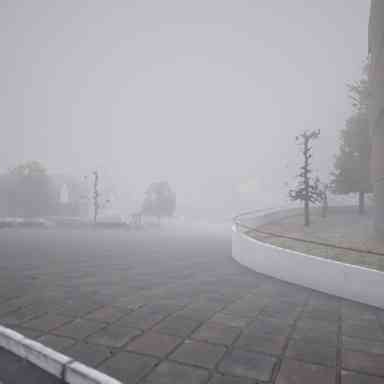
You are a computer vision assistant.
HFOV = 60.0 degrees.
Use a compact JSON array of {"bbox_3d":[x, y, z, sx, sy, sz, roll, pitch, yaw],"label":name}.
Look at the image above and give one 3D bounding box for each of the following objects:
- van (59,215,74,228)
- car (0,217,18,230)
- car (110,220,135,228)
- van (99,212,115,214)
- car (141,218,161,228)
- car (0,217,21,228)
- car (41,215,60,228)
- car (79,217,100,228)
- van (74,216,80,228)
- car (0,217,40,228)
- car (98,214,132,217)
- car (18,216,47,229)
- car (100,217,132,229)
[{"bbox_3d":[-21.673,4.631,52.412,4.442,1.987,1.878,0,-6,5],"label":"van"},{"bbox_3d":[-20.479,3.245,33.227,1.895,1.301,4.718,-1,-6,24],"label":"car"},{"bbox_3d":[-14.257,6.586,68.800,4.674,1.452,2.002,0,-5,5],"label":"car"},{"bbox_3d":[-23.454,7.323,92.576,1.878,1.987,4.442,0,1,10],"label":"van"},{"bbox_3d":[-8.628,6.676,68.634,2.128,1.511,4.902,-1,-6,24],"label":"car"},{"bbox_3d":[-25.556,4.049,44.174,4.674,1.452,2.002,0,-5,5],"label":"car"},{"bbox_3d":[-23.236,4.569,49.674,5.366,1.575,1.946,0,-5,5],"label":"car"},{"bbox_3d":[-15.420,5.186,53.864,1.812,1.442,4.674,-1,-6,24],"label":"car"},{"bbox_3d":[-20.416,4.914,55.152,4.442,1.987,1.878,0,-6,5],"label":"van"},{"bbox_3d":[-24.313,4.331,46.922,4.674,1.452,2.002,0,-6,5],"label":"car"},{"bbox_3d":[-15.531,6.014,66.091,5.566,2.045,2.435,0,-5,5],"label":"car"},{"bbox_3d":[-21.033,3.989,41.486,1.895,1.301,4.718,-1,-6,24],"label":"car"},{"bbox_3d":[-11.775,5.123,52.716,1.882,1.535,5.008,-1,-6,24],"label":"car"}]
